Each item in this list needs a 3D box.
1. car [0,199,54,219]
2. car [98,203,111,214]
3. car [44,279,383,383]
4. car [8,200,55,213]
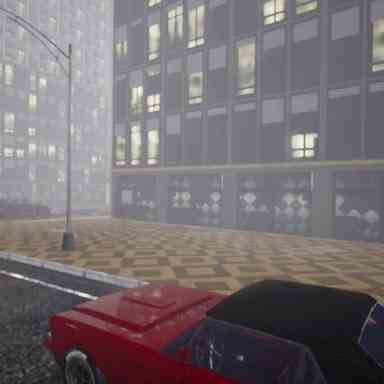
[{"bbox_3d":[-15.765,1.536,30.766,2.192,1.841,5.009,0,0,37],"label":"car"},{"bbox_3d":[-8.946,1.846,39.962,1.752,1.417,4.829,0,0,37],"label":"car"},{"bbox_3d":[0.621,1.601,3.244,4.718,1.301,1.895,0,0,36],"label":"car"},{"bbox_3d":[-19.241,1.664,40.148,1.752,1.417,4.829,1,0,37],"label":"car"}]
